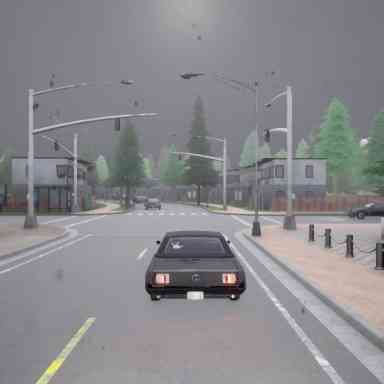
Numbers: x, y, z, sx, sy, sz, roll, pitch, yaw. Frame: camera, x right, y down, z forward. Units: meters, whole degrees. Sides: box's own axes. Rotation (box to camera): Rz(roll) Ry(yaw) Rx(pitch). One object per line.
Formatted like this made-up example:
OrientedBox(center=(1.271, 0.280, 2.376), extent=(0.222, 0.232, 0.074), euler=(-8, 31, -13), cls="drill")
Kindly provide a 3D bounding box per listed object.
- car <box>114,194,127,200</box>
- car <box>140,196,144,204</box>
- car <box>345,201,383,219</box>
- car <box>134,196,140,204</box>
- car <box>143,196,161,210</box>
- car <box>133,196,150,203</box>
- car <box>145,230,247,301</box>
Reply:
OrientedBox(center=(-16.935, 1.322, 79.949), extent=(4.674, 1.442, 1.812), euler=(0, 0, 45), cls="car")
OrientedBox(center=(-6.448, 1.513, 51.979), extent=(2.033, 1.411, 5.357), euler=(0, 0, -14), cls="car")
OrientedBox(center=(15.416, 1.510, 28.006), extent=(4.674, 1.442, 1.812), euler=(0, 0, 1), cls="car")
OrientedBox(center=(-9.661, 1.470, 61.431), extent=(1.837, 1.490, 4.892), euler=(0, 0, -23), cls="car")
OrientedBox(center=(-4.929, 1.491, 42.409), extent=(1.812, 1.442, 4.674), euler=(0, 0, -6), cls="car")
OrientedBox(center=(-10.935, 1.505, 71.886), extent=(1.994, 1.385, 4.181), euler=(0, 0, -36), cls="car")
OrientedBox(center=(0.036, 1.601, 8.285), extent=(1.895, 1.301, 4.718), euler=(0, 0, -1), cls="car")
